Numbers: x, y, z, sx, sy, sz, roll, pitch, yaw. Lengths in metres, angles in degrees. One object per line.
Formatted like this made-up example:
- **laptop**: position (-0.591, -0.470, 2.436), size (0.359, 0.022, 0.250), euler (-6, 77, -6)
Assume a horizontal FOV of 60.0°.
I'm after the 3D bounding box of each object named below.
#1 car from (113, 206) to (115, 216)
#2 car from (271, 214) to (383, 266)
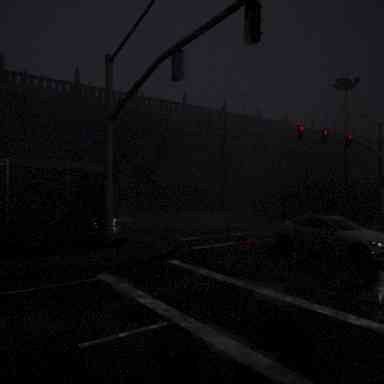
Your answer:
- **car**: position (-9.046, 1.414, 31.729), size (2.097, 1.767, 4.553), euler (0, 0, -36)
- **car**: position (4.999, 1.566, 12.074), size (1.812, 1.442, 4.674), euler (0, 0, -36)
